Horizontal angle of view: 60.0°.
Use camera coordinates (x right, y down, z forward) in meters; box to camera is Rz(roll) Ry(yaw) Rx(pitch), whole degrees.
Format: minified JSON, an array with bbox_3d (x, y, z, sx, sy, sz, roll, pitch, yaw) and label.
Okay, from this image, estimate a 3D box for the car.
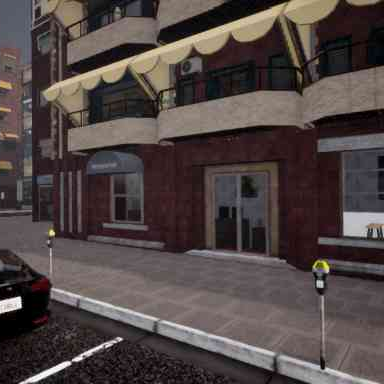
[{"bbox_3d":[-4.164,1.567,5.706,4.313,1.339,1.947,0,-1,36],"label":"car"}]
